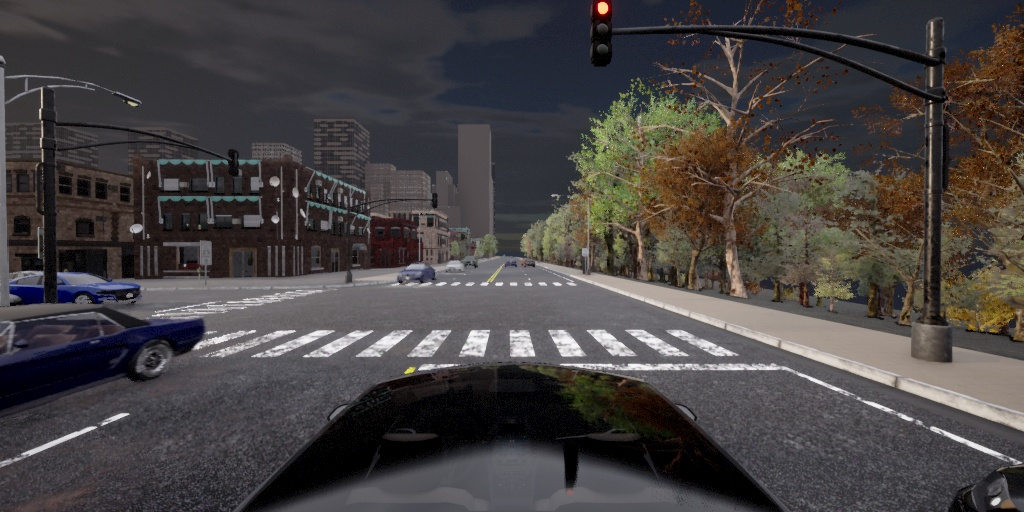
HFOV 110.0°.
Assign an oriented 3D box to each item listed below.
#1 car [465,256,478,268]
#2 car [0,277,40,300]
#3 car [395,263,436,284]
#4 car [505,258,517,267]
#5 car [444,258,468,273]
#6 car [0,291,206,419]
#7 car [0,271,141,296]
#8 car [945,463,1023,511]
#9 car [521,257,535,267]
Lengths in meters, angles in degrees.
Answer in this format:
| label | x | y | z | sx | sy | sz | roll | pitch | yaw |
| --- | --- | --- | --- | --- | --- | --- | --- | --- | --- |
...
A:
| label | x | y | z | sx | sy | sz | roll | pitch | yaw |
| --- | --- | --- | --- | --- | --- | --- | --- | --- | --- |
| car | -6.857 | 0.950 | 59.049 | 2.150 | 2.045 | 5.566 | 0 | 0 | -1 |
| car | -19.998 | 1.565 | 12.493 | 4.313 | 1.339 | 1.948 | 0 | 0 | 0 |
| car | -7.044 | 1.269 | 27.001 | 1.812 | 1.442 | 4.674 | 0 | 0 | 4 |
| car | -0.203 | 1.078 | 63.995 | 2.097 | 1.767 | 4.553 | 0 | 0 | 0 |
| car | -6.796 | 1.261 | 42.866 | 1.812 | 1.442 | 4.674 | 0 | 0 | 0 |
| car | -6.611 | 1.350 | 4.390 | 1.895 | 1.301 | 4.718 | 0 | 0 | 0 |
| car | -18.751 | 1.435 | 15.209 | 5.008 | 1.535 | 1.882 | -1 | 1 | -1 |
| car | 3.363 | 1.314 | 0.173 | 1.994 | 1.385 | 4.181 | 0 | 0 | -1 |
| car | 3.052 | 1.231 | 63.211 | 1.837 | 1.490 | 4.892 | 0 | 0 | 0 |
